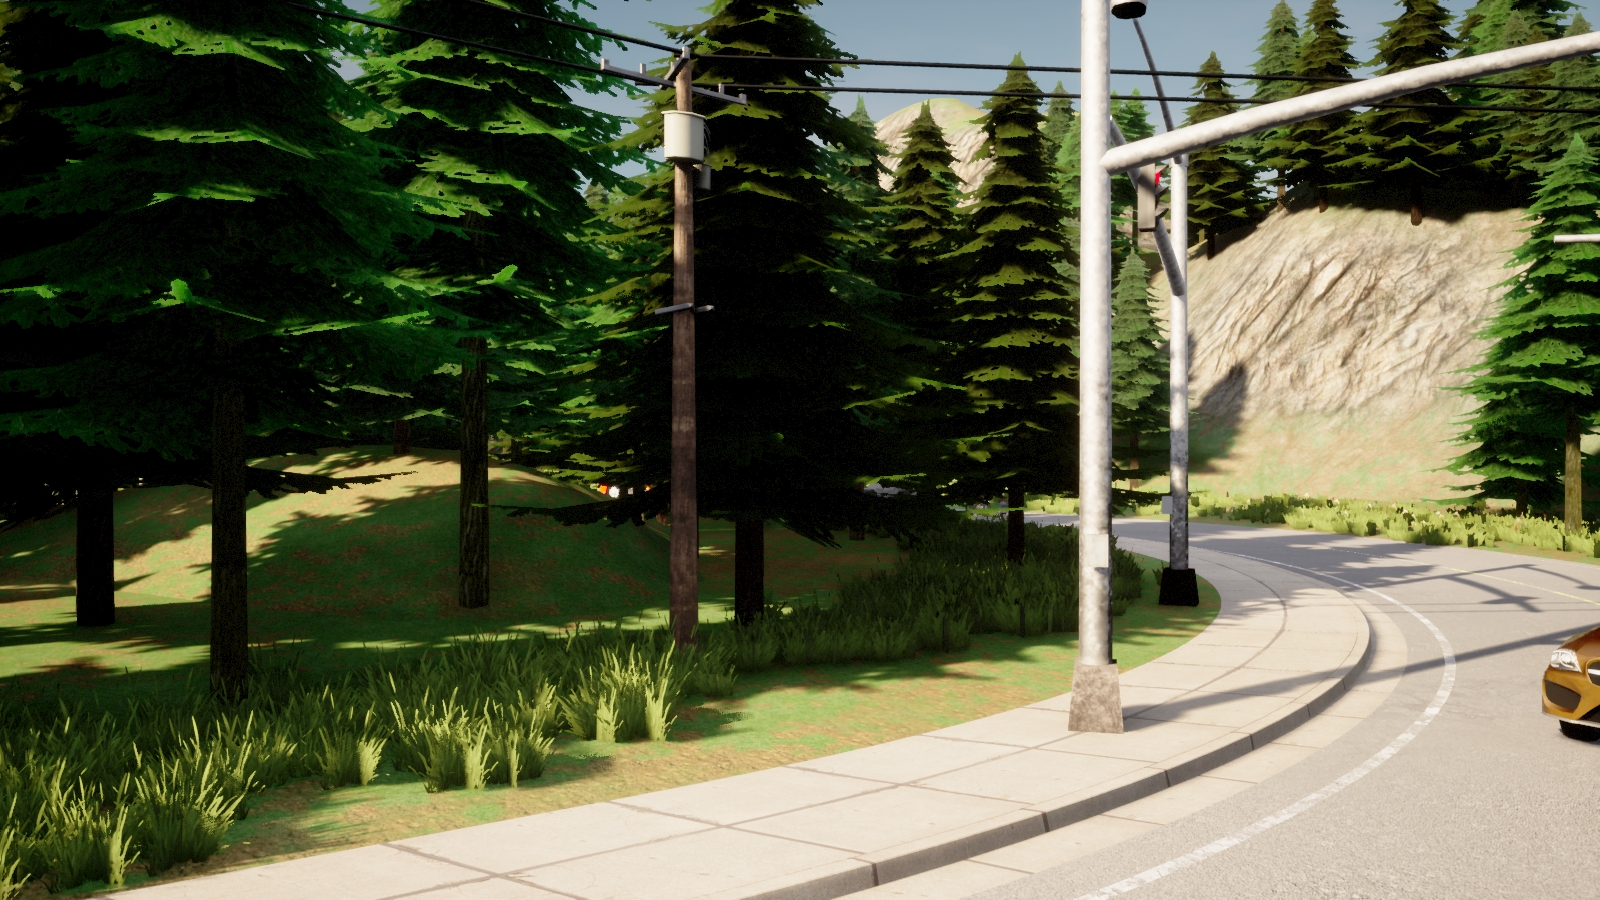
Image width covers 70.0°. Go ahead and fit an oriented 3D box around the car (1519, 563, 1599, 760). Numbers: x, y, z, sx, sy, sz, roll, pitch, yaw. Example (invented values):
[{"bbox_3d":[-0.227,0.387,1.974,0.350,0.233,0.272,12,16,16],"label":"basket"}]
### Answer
[{"bbox_3d":[9.577,1.970,11.147,5.027,1.651,2.152,0,0,-29],"label":"car"}]
